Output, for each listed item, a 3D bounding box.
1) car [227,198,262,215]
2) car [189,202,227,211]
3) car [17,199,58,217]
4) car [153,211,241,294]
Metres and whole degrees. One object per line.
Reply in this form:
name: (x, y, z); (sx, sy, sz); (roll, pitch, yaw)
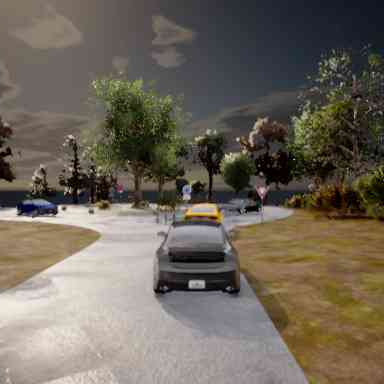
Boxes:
car: (4.942, 1.364, 31.928); (2.128, 1.511, 4.902); (1, 1, 43)
car: (0.755, 1.403, 18.439); (1.882, 1.535, 5.008); (0, 0, 8)
car: (-13.861, 1.358, 29.723); (5.008, 1.535, 1.882); (0, 0, 40)
car: (0.113, 1.470, 8.643); (1.837, 1.490, 4.892); (0, 0, 0)
